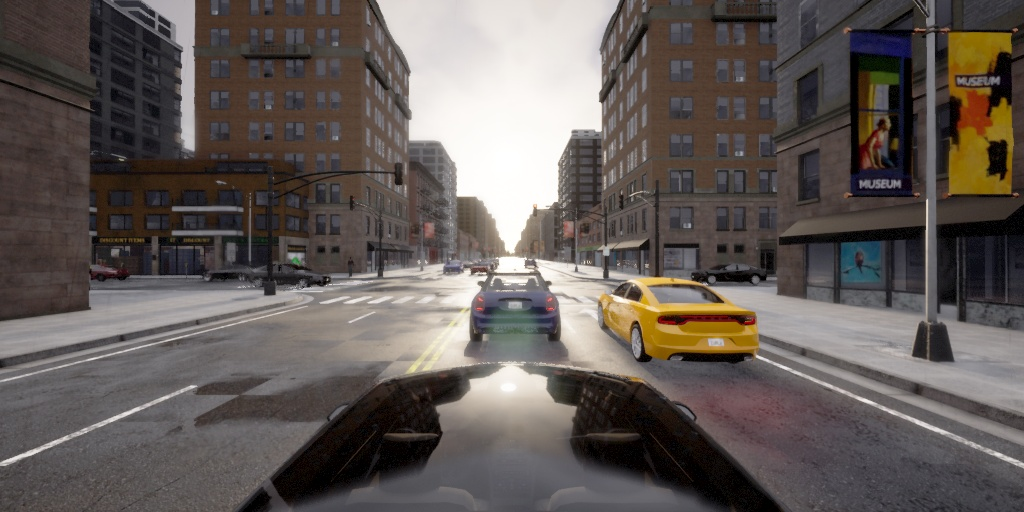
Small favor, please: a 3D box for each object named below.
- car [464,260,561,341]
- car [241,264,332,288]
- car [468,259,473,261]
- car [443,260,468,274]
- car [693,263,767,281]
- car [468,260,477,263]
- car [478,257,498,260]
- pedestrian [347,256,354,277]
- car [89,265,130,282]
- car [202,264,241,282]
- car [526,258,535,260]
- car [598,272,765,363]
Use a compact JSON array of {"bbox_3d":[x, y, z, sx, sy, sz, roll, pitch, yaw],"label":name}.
[{"bbox_3d":[0.076,1.102,10.009,2.097,1.767,4.553,0,0,0],"label":"car"},{"bbox_3d":[-14.021,1.249,22.787,4.892,1.490,1.837,0,0,5],"label":"car"},{"bbox_3d":[-6.685,1.310,52.094,1.994,1.385,4.181,0,0,0],"label":"car"},{"bbox_3d":[-6.665,1.226,41.293,1.882,1.535,5.008,0,0,0],"label":"car"},{"bbox_3d":[15.839,1.268,26.363,5.008,1.535,1.882,0,0,1],"label":"car"},{"bbox_3d":[-3.415,1.350,39.319,1.895,1.301,4.718,0,0,0],"label":"car"},{"bbox_3d":[-3.428,1.099,48.226,2.097,1.767,4.553,0,0,0],"label":"car"},{"bbox_3d":[-14.194,0.920,31.521,0.375,1.860,0.375,0,0,0],"label":"pedestrian"},{"bbox_3d":[-33.194,1.344,28.707,4.207,1.307,1.802,0,0,0],"label":"car"},{"bbox_3d":[-22.172,1.330,28.671,4.313,1.339,1.948,0,0,0],"label":"car"},{"bbox_3d":[3.241,1.094,64.464,2.097,1.767,4.553,0,0,0],"label":"car"},{"bbox_3d":[3.314,1.228,8.209,1.882,1.535,5.008,0,0,1],"label":"car"}]
